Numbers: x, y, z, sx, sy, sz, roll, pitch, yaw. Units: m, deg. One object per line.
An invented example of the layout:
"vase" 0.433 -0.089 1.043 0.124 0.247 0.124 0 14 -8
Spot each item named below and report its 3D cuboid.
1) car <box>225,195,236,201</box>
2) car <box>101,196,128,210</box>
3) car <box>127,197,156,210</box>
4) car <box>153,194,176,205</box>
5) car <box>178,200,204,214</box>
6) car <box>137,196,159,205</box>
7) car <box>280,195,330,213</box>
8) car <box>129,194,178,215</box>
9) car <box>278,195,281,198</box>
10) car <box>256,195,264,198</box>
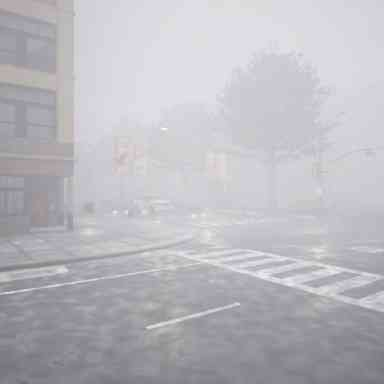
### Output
"car" 8.017 1.413 76.664 2.161 1.482 4.786 0 0 -36
"car" -9.984 1.352 42.755 2.097 1.767 4.553 0 0 -35
"car" -6.743 1.505 44.234 1.837 1.490 4.892 0 0 -35
"car" -5.154 1.352 61.879 2.097 1.767 4.553 0 0 -36
"car" -0.921 1.547 36.058 2.033 1.411 5.357 0 0 -36
"car" -8.017 1.505 59.865 1.837 1.490 4.892 0 0 -36
"car" 12.729 1.477 37.072 1.882 1.535 5.008 0 0 -38
"car" -4.152 1.221 34.563 2.150 2.045 5.566 0 0 -36
"car" 18.479 1.319 69.160 2.002 1.452 4.674 0 0 -36
"car" 17.682 1.462 83.094 1.895 1.301 4.718 0 0 -36
